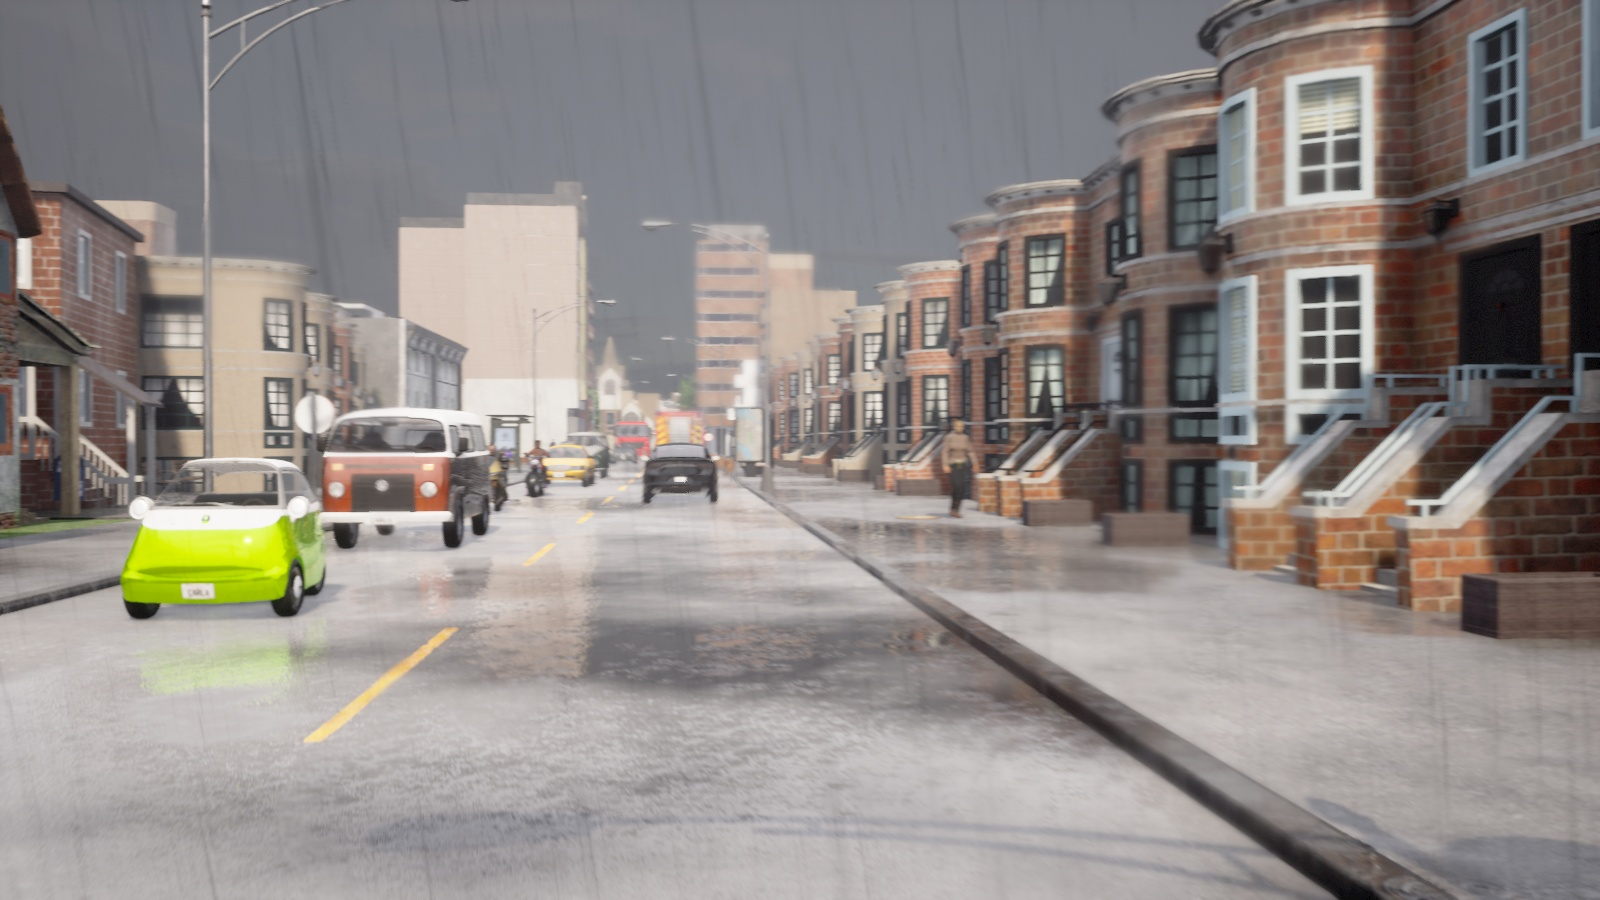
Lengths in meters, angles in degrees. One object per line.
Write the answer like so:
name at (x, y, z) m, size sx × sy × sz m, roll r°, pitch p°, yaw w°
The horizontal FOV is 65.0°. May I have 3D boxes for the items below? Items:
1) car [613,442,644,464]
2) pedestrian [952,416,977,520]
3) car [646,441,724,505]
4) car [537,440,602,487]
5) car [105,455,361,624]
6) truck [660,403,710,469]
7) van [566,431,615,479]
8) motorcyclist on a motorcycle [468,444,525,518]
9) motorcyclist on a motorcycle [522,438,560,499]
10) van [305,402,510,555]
car at (-12.334, 0.185, 90.584) m, size 2.007 × 1.525 × 4.514 m, roll 0°, pitch 0°, yaw -5°
pedestrian at (2.949, 0.312, 22.558) m, size 0.331 × 1.846 × 0.634 m, roll 0°, pitch 0°, yaw -5°
car at (-3.018, 0.538, 32.992) m, size 1.882 × 1.535 × 5.008 m, roll 0°, pitch 0°, yaw -5°
car at (-8.084, 0.437, 44.418) m, size 1.801 × 1.575 × 5.366 m, roll 0°, pitch 0°, yaw -5°
car at (-5.053, 0.739, 11.449) m, size 1.481 × 1.376 × 2.207 m, roll 0°, pitch 0°, yaw -5°
truck at (-7.103, -0.855, 77.461) m, size 2.891 × 3.827 × 8.468 m, roll 0°, pitch 0°, yaw -5°
van at (-8.975, 0.192, 54.118) m, size 1.775 × 1.987 × 4.442 m, roll 0°, pitch 1°, yaw -5°
motorcyclist on a motorcycle at (-6.471, 0.632, 26.863) m, size 0.866 × 1.530 × 2.191 m, roll 0°, pitch 0°, yaw -5°
motorcyclist on a motorcycle at (-7.237, 0.500, 35.198) m, size 0.766 × 1.649 × 2.350 m, roll 0°, pitch 1°, yaw -5°
van at (-5.752, 0.365, 19.023) m, size 2.069 × 2.038 × 4.480 m, roll 0°, pitch 0°, yaw -5°
